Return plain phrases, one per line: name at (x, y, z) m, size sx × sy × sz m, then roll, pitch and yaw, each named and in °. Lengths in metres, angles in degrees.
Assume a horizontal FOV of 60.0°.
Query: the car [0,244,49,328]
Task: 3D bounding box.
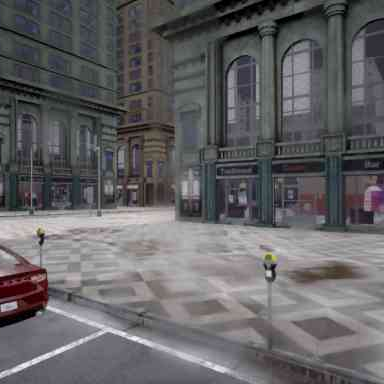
car at (-4.493, 1.545, 6.170) m, size 4.507 × 1.381 × 1.887 m, roll 0°, pitch 0°, yaw 35°
